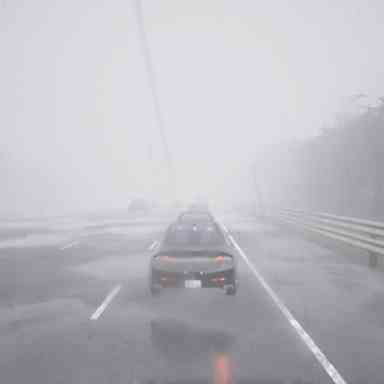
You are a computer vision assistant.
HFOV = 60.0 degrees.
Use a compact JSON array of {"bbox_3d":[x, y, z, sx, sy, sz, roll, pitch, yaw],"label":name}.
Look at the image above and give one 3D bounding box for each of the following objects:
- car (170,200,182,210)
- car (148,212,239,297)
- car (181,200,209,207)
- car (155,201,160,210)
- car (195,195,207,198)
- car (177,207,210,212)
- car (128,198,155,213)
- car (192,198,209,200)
[{"bbox_3d":[-2.192,1.838,49.218,2.033,1.411,5.357,0,-1,1],"label":"car"},{"bbox_3d":[0.050,1.490,8.581,2.128,1.511,4.902,0,0,1],"label":"car"},{"bbox_3d":[0.501,1.614,26.626,2.033,1.411,5.357,0,0,2],"label":"car"},{"bbox_3d":[-5.746,1.859,47.575,1.895,1.301,4.718,0,-1,1],"label":"car"},{"bbox_3d":[1.254,1.506,47.563,2.150,2.045,5.566,0,-1,2],"label":"car"},{"bbox_3d":[0.202,1.615,16.644,1.895,1.301,4.718,0,0,1],"label":"car"},{"bbox_3d":[-6.001,1.518,38.706,2.097,1.767,4.553,0,0,1],"label":"car"},{"bbox_3d":[0.974,1.732,37.500,1.994,1.385,4.181,0,-1,1],"label":"car"}]
